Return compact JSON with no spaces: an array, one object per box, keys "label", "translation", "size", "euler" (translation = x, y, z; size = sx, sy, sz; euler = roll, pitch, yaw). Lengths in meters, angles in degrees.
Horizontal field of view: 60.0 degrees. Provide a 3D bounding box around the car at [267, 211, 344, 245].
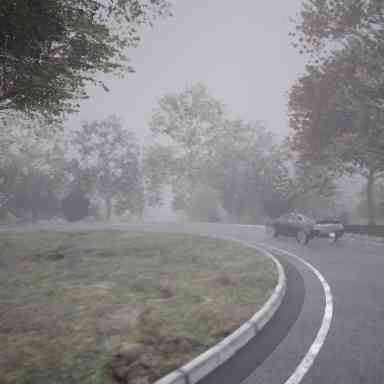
[{"label":"car","translation":[5.604,1.747,17.133],"size":[2.128,1.511,4.902],"euler":[0,-1,-15]}]
